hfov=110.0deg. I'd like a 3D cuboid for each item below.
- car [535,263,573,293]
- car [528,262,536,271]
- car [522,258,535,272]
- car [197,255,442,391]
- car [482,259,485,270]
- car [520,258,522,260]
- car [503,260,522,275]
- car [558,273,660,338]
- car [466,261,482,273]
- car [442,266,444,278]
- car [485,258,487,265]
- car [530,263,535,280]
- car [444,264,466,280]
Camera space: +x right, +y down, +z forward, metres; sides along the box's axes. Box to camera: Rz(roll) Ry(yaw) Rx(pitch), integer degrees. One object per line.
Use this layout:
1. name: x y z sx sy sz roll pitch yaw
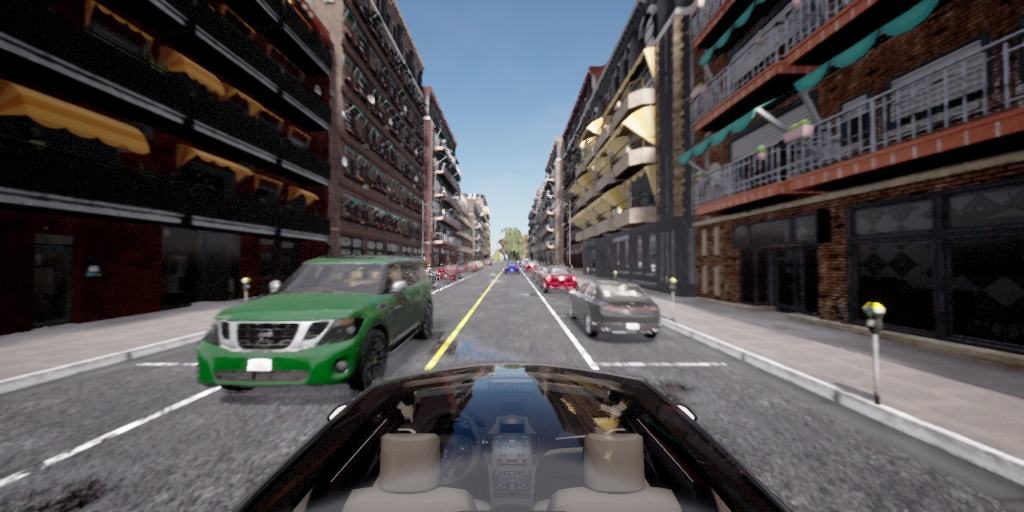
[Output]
1. car: 2.686 1.287 21.497 1.967 1.591 4.097 0 0 0
2. car: 2.684 1.487 32.821 1.802 1.307 4.207 0 0 0
3. car: 2.682 1.431 49.806 1.967 1.591 4.097 0 0 0
4. car: -3.093 0.998 7.167 2.150 2.045 5.566 0 0 0
5. car: -5.700 1.546 55.336 1.751 1.417 4.829 0 0 0
6. car: -0.008 1.363 53.802 2.097 1.767 4.553 0 0 0
7. car: -0.006 1.485 43.536 1.812 1.442 4.674 0 0 0
8. car: 2.688 1.342 10.175 2.007 1.370 4.403 0 0 0
9. car: -5.699 1.536 49.846 1.888 1.381 4.507 0 0 0
10. car: -5.695 1.398 21.537 2.007 1.370 4.403 0 0 0
11. car: -5.701 1.575 60.998 1.751 1.417 4.829 0 0 0
12. car: 2.686 1.427 27.159 2.007 1.370 4.403 0 0 0
13. car: -5.697 1.450 32.861 1.888 1.381 4.507 0 0 0
